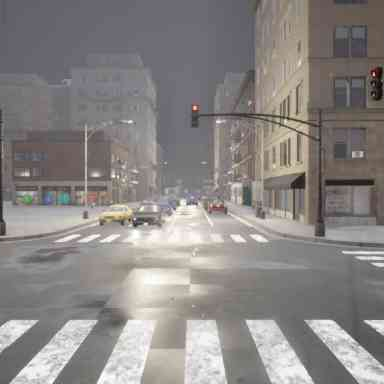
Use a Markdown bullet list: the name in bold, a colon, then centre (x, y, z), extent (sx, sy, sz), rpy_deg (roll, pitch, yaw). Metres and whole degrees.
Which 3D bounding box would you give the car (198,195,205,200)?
- **car**: centre (2.634, 1.575, 92.033), extent (1.947, 1.339, 4.313), rpy_deg (0, 0, 0)

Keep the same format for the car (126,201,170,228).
- **car**: centre (-2.834, 1.548, 22.741), extent (2.033, 1.411, 5.357), rpy_deg (0, 0, -1)

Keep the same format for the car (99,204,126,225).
- **car**: centre (-5.388, 1.526, 23.920), extent (1.752, 1.417, 4.829), rpy_deg (0, 0, 0)

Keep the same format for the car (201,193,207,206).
- **car**: centre (2.636, 1.317, 41.076), extent (2.192, 1.841, 5.009), rpy_deg (0, 0, 0)

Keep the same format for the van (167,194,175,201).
- **van**: centre (-5.391, 1.349, 86.371), extent (1.690, 1.788, 3.998), rpy_deg (0, 0, 0)

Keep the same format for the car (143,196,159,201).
- **car**: centre (-5.389, 1.553, 41.076), extent (2.008, 1.369, 4.403), rpy_deg (0, 0, 0)

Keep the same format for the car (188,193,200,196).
- **car**: centre (-0.003, 1.226, 64.208), extent (2.150, 2.045, 5.566), rpy_deg (0, 0, 0)

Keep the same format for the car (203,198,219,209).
- **car**: centre (2.636, 1.568, 46.738), extent (1.947, 1.339, 4.313), rpy_deg (0, 0, 0)

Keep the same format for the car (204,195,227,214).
- **car**: centre (2.636, 1.442, 35.414), extent (1.967, 1.590, 4.097), rpy_deg (0, 0, 0)

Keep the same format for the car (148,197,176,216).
- **car**: centre (-2.839, 1.527, 32.052), extent (1.812, 1.442, 4.674), rpy_deg (0, 0, 0)

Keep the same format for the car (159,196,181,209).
- **car**: centre (-2.789, 1.550, 41.788), extent (2.033, 1.411, 5.357), rpy_deg (0, 0, 1)

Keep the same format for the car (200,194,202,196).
- **car**: centre (2.635, 1.556, 69.386), extent (2.008, 1.369, 4.403), rpy_deg (0, 0, 0)

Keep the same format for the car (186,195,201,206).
- **car**: centre (-0.002, 1.604, 53.906), extent (1.895, 1.301, 4.718), rpy_deg (0, 0, 0)
